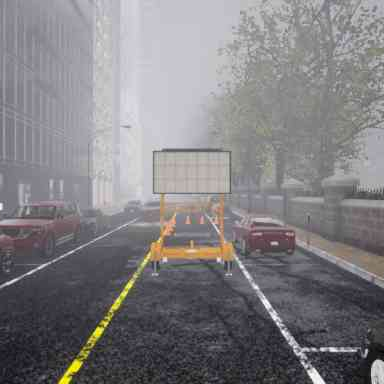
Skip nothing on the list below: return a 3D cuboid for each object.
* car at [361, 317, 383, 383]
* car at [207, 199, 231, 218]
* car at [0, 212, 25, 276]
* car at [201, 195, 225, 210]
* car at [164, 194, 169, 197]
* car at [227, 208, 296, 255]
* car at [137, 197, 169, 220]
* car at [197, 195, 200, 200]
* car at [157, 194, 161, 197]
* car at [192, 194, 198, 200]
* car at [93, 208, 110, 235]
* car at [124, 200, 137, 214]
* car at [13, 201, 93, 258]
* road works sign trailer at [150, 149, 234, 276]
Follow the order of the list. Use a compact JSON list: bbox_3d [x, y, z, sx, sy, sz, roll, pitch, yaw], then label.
[{"bbox_3d":[2.692,1.551,1.938,2.008,1.369,4.403,0,0,0],"label":"car"},{"bbox_3d":[2.616,1.548,29.717,1.802,1.307,4.206,0,0,-1],"label":"car"},{"bbox_3d":[-5.834,1.439,7.445,1.967,1.590,4.097,0,0,0],"label":"car"},{"bbox_3d":[2.497,1.266,35.282,2.192,1.841,5.009,0,0,-2],"label":"car"},{"bbox_3d":[-7.211,1.112,79.782,2.192,1.841,5.009,0,0,-2],"label":"car"},{"bbox_3d":[2.691,1.540,13.060,1.887,1.381,4.507,0,0,0],"label":"car"},{"bbox_3d":[-3.084,1.448,27.598,1.882,1.535,5.008,0,0,-1],"label":"car"},{"bbox_3d":[2.201,1.465,46.399,2.008,1.369,4.403,0,0,-2],"label":"car"},{"bbox_3d":[-6.623,1.457,57.551,1.802,1.307,4.206,0,0,-2],"label":"car"},{"bbox_3d":[1.169,1.330,85.304,2.008,1.369,4.403,0,0,-2],"label":"car"},{"bbox_3d":[-5.835,1.553,18.565,1.947,1.339,4.313,0,0,0],"label":"car"},{"bbox_3d":[-6.034,1.515,35.311,1.947,1.339,4.313,0,0,-1],"label":"car"},{"bbox_3d":[-5.834,1.310,13.003,2.192,1.841,5.009,0,0,0],"label":"car"},{"bbox_3d":[-0.002,0.461,10.340,2.380,3.560,2.880,0,0,0],"label":"road works sign trailer"}]
